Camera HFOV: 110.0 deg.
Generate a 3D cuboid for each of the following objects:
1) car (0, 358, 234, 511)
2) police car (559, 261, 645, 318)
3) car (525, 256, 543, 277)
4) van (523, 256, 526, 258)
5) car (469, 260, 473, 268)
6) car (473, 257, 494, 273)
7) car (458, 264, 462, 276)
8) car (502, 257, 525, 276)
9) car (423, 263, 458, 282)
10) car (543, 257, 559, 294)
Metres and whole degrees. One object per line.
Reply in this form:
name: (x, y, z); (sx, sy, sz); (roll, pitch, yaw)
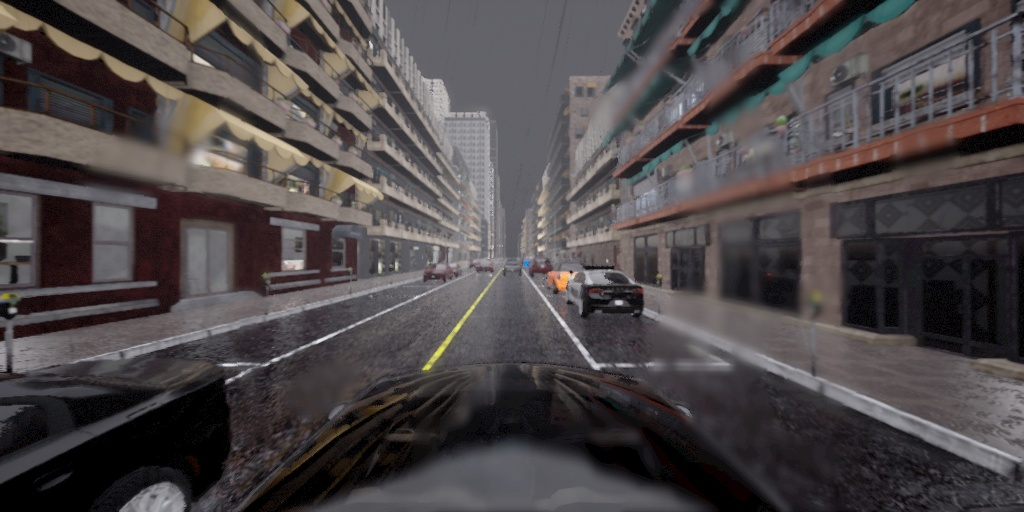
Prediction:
car: (-3.098, 1.230, 0.663); (1.882, 1.535, 5.008); (0, 0, 0)
police car: (3.128, 1.152, 13.082); (1.930, 1.638, 5.238); (0, 0, 0)
car: (2.675, 1.002, 33.831); (2.192, 1.841, 5.009); (0, 0, 0)
van: (2.664, 0.989, 56.560); (1.690, 1.789, 3.998); (0, 0, 0)
car: (-5.716, 1.193, 56.554); (1.888, 1.381, 4.507); (0, 0, 0)
car: (-3.107, 1.150, 42.044); (1.882, 1.535, 5.008); (0, 0, 0)
car: (-5.706, 1.269, 33.825); (1.802, 1.307, 4.207); (0, 0, 0)
car: (0.044, 1.173, 36.470); (2.128, 1.511, 4.902); (0, 0, 0)
car: (-5.702, 1.242, 28.142); (1.888, 1.381, 4.507); (0, 0, 0)
car: (3.104, 1.066, 19.942); (2.097, 1.767, 4.553); (0, 0, 0)
